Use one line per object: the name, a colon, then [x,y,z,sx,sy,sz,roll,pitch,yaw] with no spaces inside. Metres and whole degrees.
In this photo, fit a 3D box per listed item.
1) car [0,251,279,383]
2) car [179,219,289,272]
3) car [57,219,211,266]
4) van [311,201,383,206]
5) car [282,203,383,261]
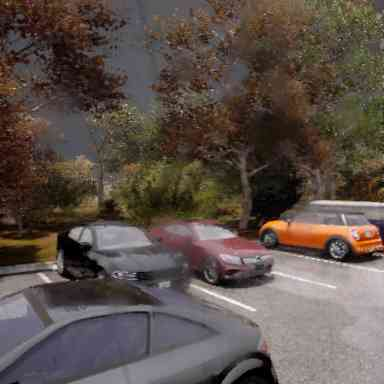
car: [-1.211,1.568,2.820,4.181,1.385,1.994,1,0,-35]
car: [0.301,1.576,10.017,2.002,1.452,4.674,1,0,-35]
car: [-1.971,1.506,8.403,2.097,1.535,5.008,1,0,-35]
van: [7.036,1.414,14.956,1.878,1.987,4.442,1,-1,-35]
car: [4.857,1.477,13.221,2.185,1.767,4.553,1,-1,-35]
